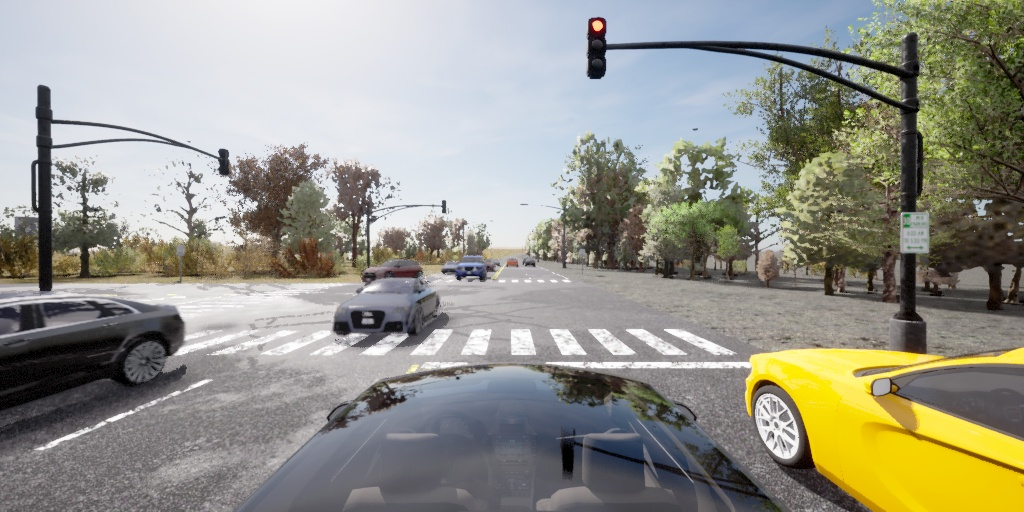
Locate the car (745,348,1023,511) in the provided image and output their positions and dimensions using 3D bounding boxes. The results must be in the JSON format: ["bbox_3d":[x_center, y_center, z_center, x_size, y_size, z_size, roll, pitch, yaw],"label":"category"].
[{"bbox_3d":[3.363,1.195,1.716,1.882,1.535,5.008,0,1,0],"label":"car"}]

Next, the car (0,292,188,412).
[{"bbox_3d":[-6.599,1.240,4.187,2.128,1.511,4.902,0,0,0],"label":"car"}]

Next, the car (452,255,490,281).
[{"bbox_3d":[-3.345,0.970,30.475,2.150,2.045,5.566,0,0,0],"label":"car"}]

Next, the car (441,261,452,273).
[{"bbox_3d":[-6.598,1.297,40.257,2.033,1.411,5.357,0,0,0],"label":"car"}]

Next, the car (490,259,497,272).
[{"bbox_3d":[-3.347,1.102,45.942,2.097,1.767,4.553,0,0,0],"label":"car"}]

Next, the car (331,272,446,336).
[{"bbox_3d":[-3.355,1.332,10.321,1.994,1.385,4.181,0,0,0],"label":"car"}]

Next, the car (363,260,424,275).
[{"bbox_3d":[-8.642,1.063,26.423,2.097,1.767,4.553,0,-1,30],"label":"car"}]
